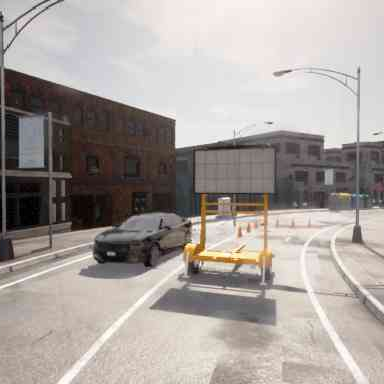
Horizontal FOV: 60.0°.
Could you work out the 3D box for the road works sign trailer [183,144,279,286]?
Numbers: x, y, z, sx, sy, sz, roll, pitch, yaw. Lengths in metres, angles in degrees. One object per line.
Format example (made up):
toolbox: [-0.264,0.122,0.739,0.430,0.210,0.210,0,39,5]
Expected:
road works sign trailer: [1.251,0.462,9.687,2.380,3.560,2.880,0,0,20]

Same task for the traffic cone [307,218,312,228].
traffic cone: [7.479,1.982,21.165,0.340,0.580,0.340,1,0,22]

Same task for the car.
car: [-1.487,1.458,11.677,1.882,1.535,5.008,0,0,18]
